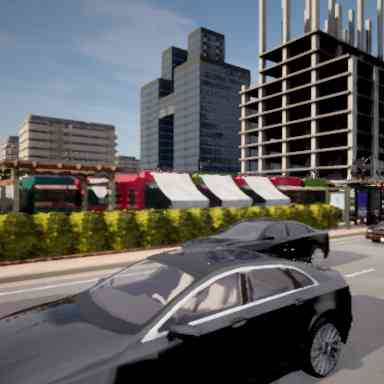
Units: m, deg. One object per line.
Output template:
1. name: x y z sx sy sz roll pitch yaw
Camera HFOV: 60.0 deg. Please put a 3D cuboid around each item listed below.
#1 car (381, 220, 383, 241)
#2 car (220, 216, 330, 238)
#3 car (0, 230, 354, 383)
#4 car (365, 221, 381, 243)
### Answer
1. car: 7.788 1.546 9.520 4.902 1.511 2.128 0 0 -35
2. car: 1.992 1.511 9.700 5.008 1.535 1.882 0 0 -35
3. car: -0.017 1.503 3.977 4.902 1.511 2.128 0 0 -36
4. car: 10.292 1.628 15.568 5.357 1.411 2.033 0 0 -35
